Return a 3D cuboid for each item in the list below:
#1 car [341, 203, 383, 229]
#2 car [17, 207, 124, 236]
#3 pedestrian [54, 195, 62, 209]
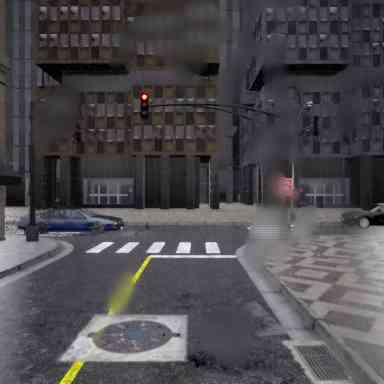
[{"bbox_3d":[12.058,1.458,21.032,5.008,1.535,1.882,0,0,1],"label":"car"},{"bbox_3d":[-6.488,1.553,18.058,5.357,1.411,2.033,0,0,1],"label":"car"},{"bbox_3d":[-9.812,1.152,24.334,0.375,1.860,0.375,0,0,1],"label":"pedestrian"}]
